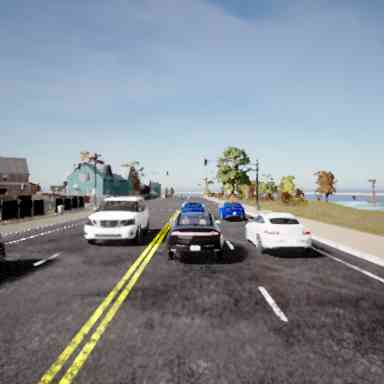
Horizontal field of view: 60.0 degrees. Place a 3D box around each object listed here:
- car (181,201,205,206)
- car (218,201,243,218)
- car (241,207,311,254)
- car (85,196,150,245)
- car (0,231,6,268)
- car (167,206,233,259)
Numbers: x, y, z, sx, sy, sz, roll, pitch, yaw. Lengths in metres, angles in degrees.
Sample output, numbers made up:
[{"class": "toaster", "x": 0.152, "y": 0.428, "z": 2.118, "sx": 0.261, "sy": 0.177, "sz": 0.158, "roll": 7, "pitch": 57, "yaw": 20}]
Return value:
[{"class": "car", "x": 0.104, "y": 1.523, "z": 28.579, "sx": 1.882, "sy": 1.535, "sz": 5.008, "roll": 0, "pitch": 0, "yaw": 0}, {"class": "car", "x": 3.354, "y": 1.523, "z": 28.568, "sx": 1.882, "sy": 1.535, "sz": 5.008, "roll": 0, "pitch": 0, "yaw": 0}, {"class": "car", "x": 3.351, "y": 1.545, "z": 13.518, "sx": 1.812, "sy": 1.442, "sz": 4.674, "roll": 0, "pitch": 0, "yaw": 0}, {"class": "car", "x": -3.346, "y": 1.245, "z": 16.015, "sx": 2.150, "sy": 2.045, "sz": 5.566, "roll": 0, "pitch": 0, "yaw": 0}, {"class": "car", "x": -6.598, "y": 1.362, "z": 7.994, "sx": 2.097, "sy": 1.767, "sz": 4.553, "roll": 0, "pitch": 0, "yaw": 0}, {"class": "car", "x": 0.100, "y": 1.508, "z": 12.579, "sx": 2.128, "sy": 1.511, "sz": 4.902, "roll": 0, "pitch": 0, "yaw": 0}]
